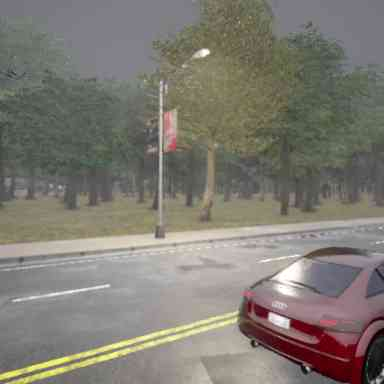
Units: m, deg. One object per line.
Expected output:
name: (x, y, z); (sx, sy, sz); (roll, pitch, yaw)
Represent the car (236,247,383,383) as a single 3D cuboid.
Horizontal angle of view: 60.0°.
car: (2.730, 1.613, 5.357); (4.181, 1.385, 1.994); (1, 0, -35)
